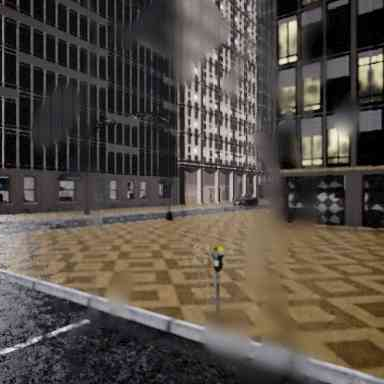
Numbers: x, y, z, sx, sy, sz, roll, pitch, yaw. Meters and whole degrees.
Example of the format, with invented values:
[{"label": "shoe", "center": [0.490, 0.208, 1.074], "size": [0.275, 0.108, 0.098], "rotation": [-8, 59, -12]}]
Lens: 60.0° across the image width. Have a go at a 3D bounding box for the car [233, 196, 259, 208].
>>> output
[{"label": "car", "center": [7.367, 1.284, 45.242], "size": [2.128, 1.511, 4.902], "rotation": [0, 0, 37]}]
